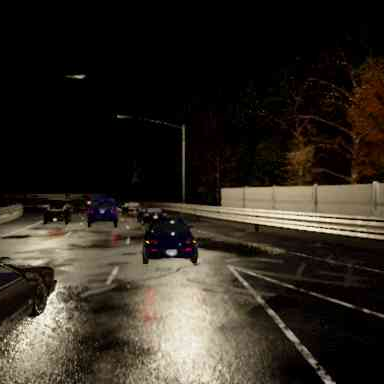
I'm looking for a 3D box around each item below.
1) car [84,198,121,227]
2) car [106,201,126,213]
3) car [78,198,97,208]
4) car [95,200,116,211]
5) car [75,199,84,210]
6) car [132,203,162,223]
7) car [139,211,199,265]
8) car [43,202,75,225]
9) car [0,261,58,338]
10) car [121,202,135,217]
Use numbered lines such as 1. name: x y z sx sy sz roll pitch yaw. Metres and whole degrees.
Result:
1. car: -6.905 1.524 25.909 2.150 2.045 5.566 0 -1 -13
2. car: -10.590 2.040 46.265 1.837 1.490 4.892 0 -1 -24
3. car: -19.728 2.088 62.574 2.097 1.767 4.553 0 -1 -34
4. car: -13.848 2.109 52.864 2.128 1.511 4.902 0 -1 -28
5. car: -18.137 2.140 53.683 1.837 1.490 4.892 0 -1 -29
6. car: -3.309 1.870 26.972 1.994 1.385 4.181 0 -1 -18
7. car: -0.877 1.664 12.228 1.812 1.442 4.674 0 -1 -7
8. car: -10.966 1.834 27.372 1.837 1.490 4.892 0 -1 -15
9. car: -3.632 1.608 4.557 2.033 1.411 5.357 0 -1 -3
10. car: -6.602 1.911 36.666 2.128 1.511 4.902 0 -1 -19
